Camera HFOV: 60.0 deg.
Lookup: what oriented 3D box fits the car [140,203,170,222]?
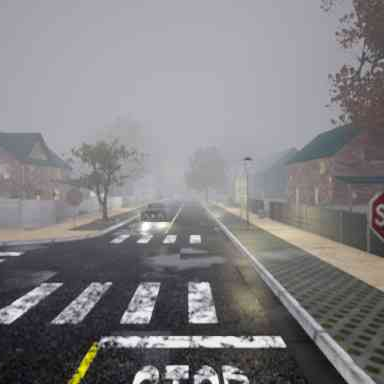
[{"bbox_3d":[-2.809,1.526,25.977,1.994,1.385,4.181,0,0,0],"label":"car"}]
